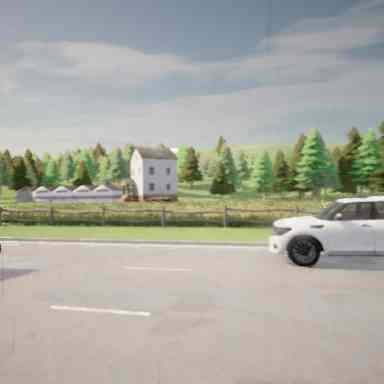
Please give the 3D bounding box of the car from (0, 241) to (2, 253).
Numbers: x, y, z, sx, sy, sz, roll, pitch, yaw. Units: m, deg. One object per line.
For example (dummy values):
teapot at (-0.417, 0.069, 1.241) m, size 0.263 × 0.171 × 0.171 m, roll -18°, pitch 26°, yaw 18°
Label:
car at (-8.283, 1.738, 9.864) m, size 4.718 × 1.301 × 1.895 m, roll -1°, pitch 0°, yaw 14°

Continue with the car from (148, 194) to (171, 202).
car at (-6.601, 1.384, 68.628) m, size 4.605 × 1.855 × 1.932 m, roll -1°, pitch 0°, yaw 13°

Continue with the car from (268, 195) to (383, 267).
car at (5.188, 1.143, 10.234) m, size 5.566 × 2.045 × 2.150 m, roll -1°, pitch 0°, yaw 14°
